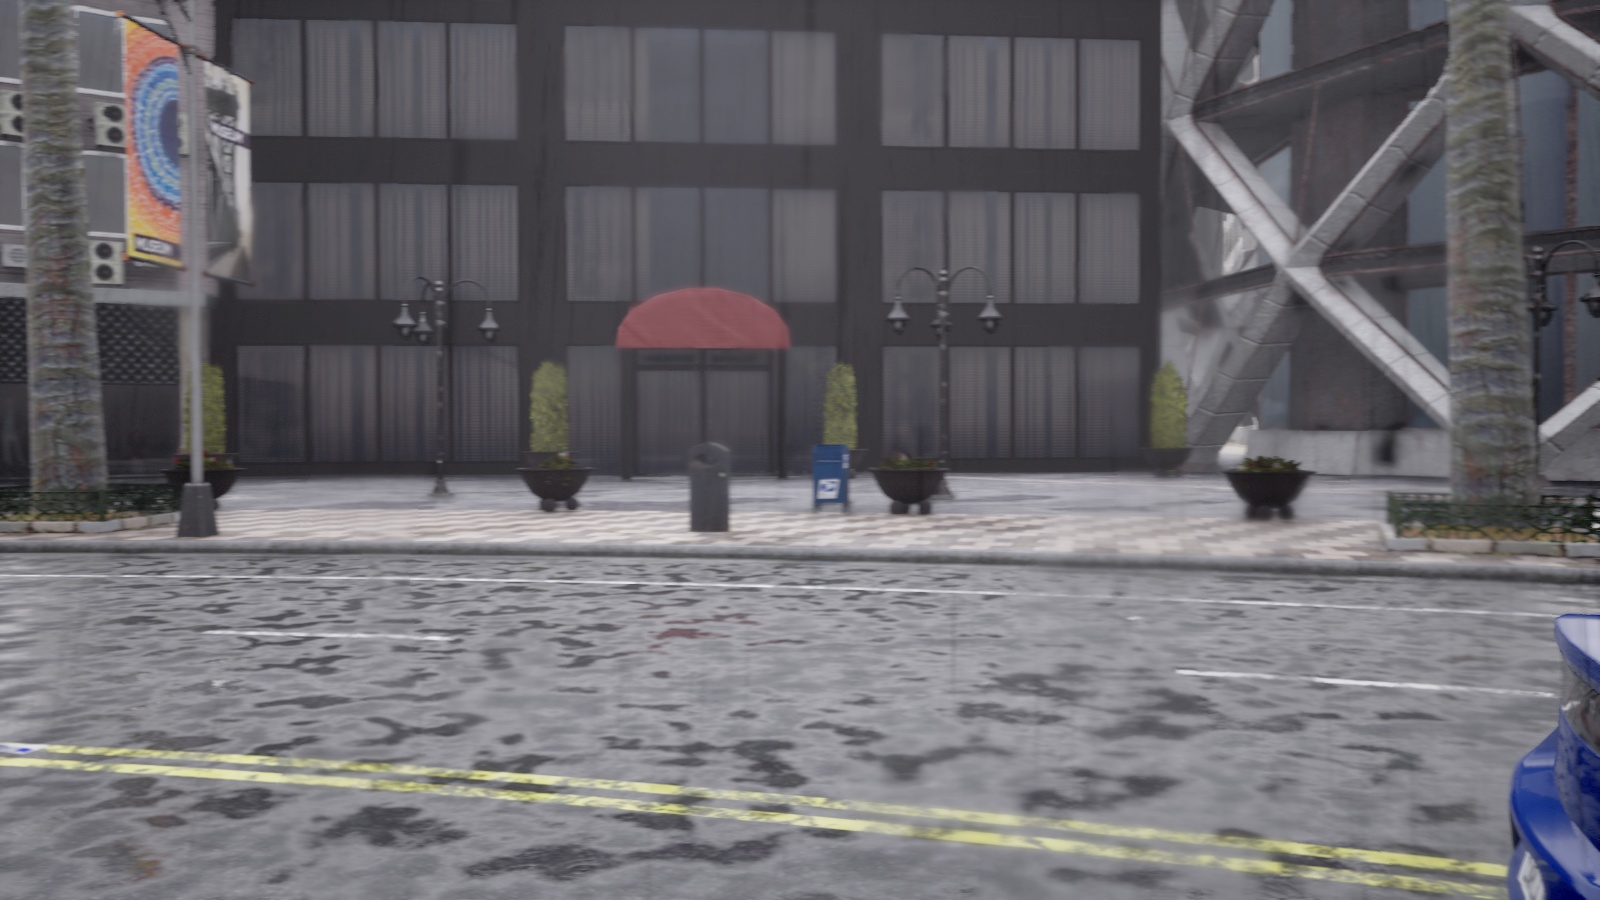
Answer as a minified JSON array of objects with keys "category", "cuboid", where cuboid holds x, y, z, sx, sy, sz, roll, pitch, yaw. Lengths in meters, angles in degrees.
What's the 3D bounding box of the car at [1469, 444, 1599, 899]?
[{"category":"car","cuboid":[3.832,0.787,1.705,5.008,1.535,1.882,1,1,23]}]
